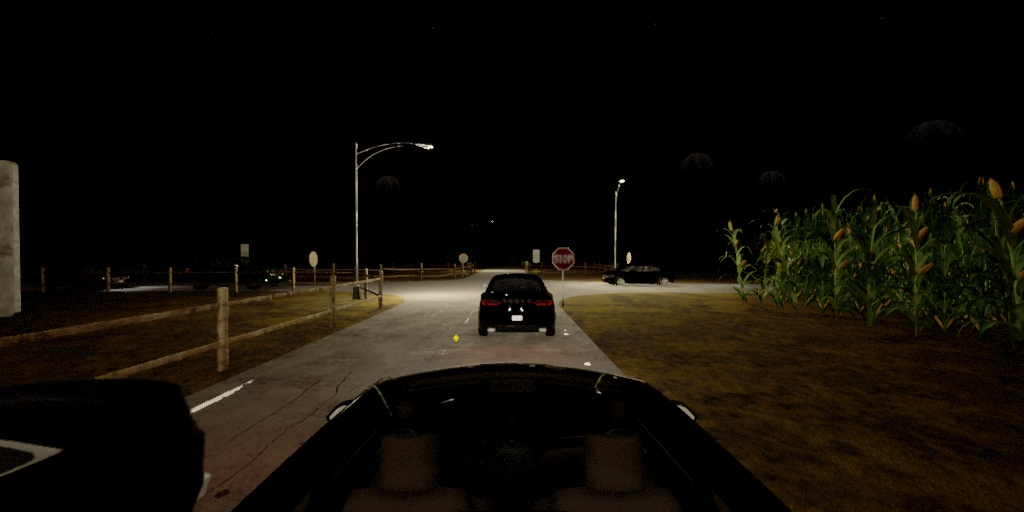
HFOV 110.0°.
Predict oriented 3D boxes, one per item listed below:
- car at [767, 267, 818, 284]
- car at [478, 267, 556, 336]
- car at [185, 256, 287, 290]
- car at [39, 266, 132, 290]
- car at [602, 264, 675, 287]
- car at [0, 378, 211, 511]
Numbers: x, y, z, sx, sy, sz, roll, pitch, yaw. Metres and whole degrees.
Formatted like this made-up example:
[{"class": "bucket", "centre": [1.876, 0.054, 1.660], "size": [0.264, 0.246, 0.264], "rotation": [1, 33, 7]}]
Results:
[{"class": "car", "centre": [21.115, 1.442, 25.813], "size": [4.902, 1.511, 2.128], "rotation": [1, 1, 0]}, {"class": "car", "centre": [0.119, 1.235, 10.456], "size": [1.882, 1.535, 5.008], "rotation": [0, 0, 0]}, {"class": "car", "centre": [-17.703, 1.044, 23.093], "size": [5.566, 2.045, 2.150], "rotation": [0, 1, 0]}, {"class": "car", "centre": [-27.533, 1.378, 23.157], "size": [4.674, 1.442, 1.812], "rotation": [0, 1, 0]}, {"class": "car", "centre": [9.009, 1.328, 25.610], "size": [5.008, 1.535, 1.882], "rotation": [0, 1, -3]}, {"class": "car", "centre": [-2.843, 1.242, 0.196], "size": [2.128, 1.511, 4.902], "rotation": [0, 0, 0]}]
